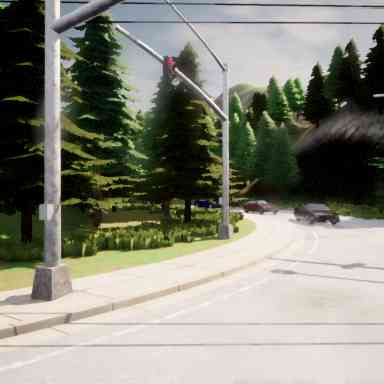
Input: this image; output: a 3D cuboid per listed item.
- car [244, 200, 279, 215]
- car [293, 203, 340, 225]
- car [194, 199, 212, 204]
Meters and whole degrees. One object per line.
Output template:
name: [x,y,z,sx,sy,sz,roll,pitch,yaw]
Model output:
car: [7.048,1.526,34.579,1.812,1.442,4.674,0,0,-21]
car: [9.025,1.547,24.582,2.033,1.411,5.357,0,0,1]
car: [2.225,1.478,43.626,1.882,1.535,5.008,0,0,-33]
